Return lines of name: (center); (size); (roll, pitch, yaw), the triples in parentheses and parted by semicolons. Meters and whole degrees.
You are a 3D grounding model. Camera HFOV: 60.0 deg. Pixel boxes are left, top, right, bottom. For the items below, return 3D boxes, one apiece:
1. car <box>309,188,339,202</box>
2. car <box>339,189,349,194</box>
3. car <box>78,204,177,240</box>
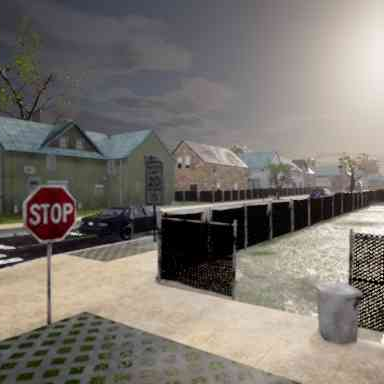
car: (15.682, 0.313, 39.963); (2.097, 1.767, 4.553); (0, 1, 37)
car: (21.456, 0.304, 47.774); (1.994, 1.385, 4.181); (0, 1, 37)
car: (-2.611, 1.272, 15.558); (2.033, 1.411, 5.357); (0, 1, 37)
